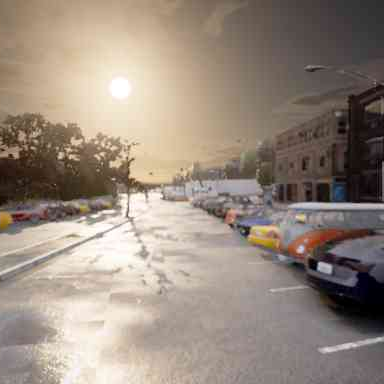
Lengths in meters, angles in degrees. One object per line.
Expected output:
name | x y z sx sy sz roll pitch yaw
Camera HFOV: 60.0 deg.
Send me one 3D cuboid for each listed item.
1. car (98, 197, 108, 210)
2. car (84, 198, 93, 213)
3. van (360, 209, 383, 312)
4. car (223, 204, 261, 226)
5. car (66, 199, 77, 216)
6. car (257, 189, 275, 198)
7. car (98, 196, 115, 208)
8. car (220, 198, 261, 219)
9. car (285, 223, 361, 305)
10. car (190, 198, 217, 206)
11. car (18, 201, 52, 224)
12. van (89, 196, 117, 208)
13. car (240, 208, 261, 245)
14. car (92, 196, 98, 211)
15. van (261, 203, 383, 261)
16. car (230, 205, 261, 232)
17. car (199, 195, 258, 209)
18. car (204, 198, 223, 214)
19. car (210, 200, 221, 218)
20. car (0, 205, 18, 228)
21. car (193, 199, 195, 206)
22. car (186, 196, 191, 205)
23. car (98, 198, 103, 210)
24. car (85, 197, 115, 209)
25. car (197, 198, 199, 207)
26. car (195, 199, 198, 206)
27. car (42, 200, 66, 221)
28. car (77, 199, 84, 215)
car | -14.710 1.889 46.535 4.674 1.452 2.002 -1 0 -24
car | -14.338 1.782 37.594 5.366 1.575 1.946 -1 0 -23
van | 4.654 1.288 4.241 4.442 1.987 1.878 1 0 -20
car | 4.669 1.621 19.353 4.892 1.521 2.231 1 -1 -21
car | -13.886 1.738 31.752 5.008 1.535 2.097 -1 0 -22
car | 16.930 0.737 76.749 2.002 1.452 4.674 -6 3 -31
car | -14.764 1.866 49.569 5.366 1.575 1.946 -1 -1 -24
car | 4.610 1.515 22.373 4.553 1.767 2.185 1 -1 -21
car | 4.784 1.566 7.308 4.792 1.488 2.163 1 -1 -20
car | 2.294 1.964 64.553 4.792 1.488 2.163 1 -1 -26
car | -13.718 1.724 25.815 4.792 1.488 2.163 -1 0 -21
van | -15.582 1.711 58.393 4.442 1.987 1.878 -1 -1 -25
car | 4.910 1.578 13.391 5.366 1.575 1.946 1 -1 -20
car | -14.304 1.679 40.636 4.553 1.767 2.185 -1 0 -23
van | 4.645 1.330 10.265 4.442 1.987 1.878 1 0 -20
car | 4.726 1.599 16.334 5.008 1.535 2.097 1 0 -21
car | 4.116 1.491 37.457 5.566 2.045 2.435 1 0 -23
car | 4.279 1.723 34.452 5.008 1.535 2.097 1 0 -23
car | 4.483 1.681 28.418 5.008 1.535 2.097 1 -1 -22
car | -13.544 1.650 19.907 5.008 1.535 2.097 -1 0 -21
car | 3.197 1.847 52.547 4.892 1.521 2.231 1 0 -25
car | 2.239 1.902 61.493 5.366 1.575 1.946 1 0 -26
car | -14.509 1.867 43.581 4.674 1.452 2.002 -1 0 -23
car | -15.384 1.790 55.405 4.553 1.767 2.185 -1 0 -25
car | 3.624 1.845 46.519 4.674 1.452 2.002 1 0 -24
car | 3.410 1.865 49.536 4.674 1.452 2.002 1 -1 -24
car | -13.754 1.746 28.809 4.792 1.488 2.163 -1 -1 -22
car | -14.054 1.636 34.704 4.553 1.767 2.185 -1 -1 -22
